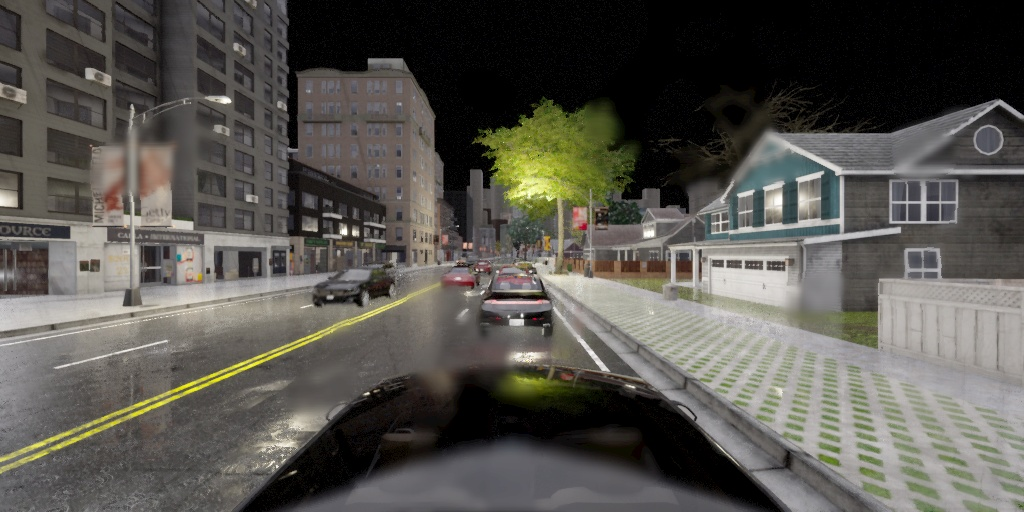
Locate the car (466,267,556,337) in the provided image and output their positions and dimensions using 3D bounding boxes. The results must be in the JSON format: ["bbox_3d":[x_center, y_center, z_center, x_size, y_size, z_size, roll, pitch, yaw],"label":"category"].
[{"bbox_3d":[0.113,1.239,10.283,2.128,1.511,4.902,0,0,0],"label":"car"}]

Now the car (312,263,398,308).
[{"bbox_3d":[-6.583,1.222,15.480,1.882,1.535,5.008,0,0,0],"label":"car"}]

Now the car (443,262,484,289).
[{"bbox_3d":[-3.127,1.299,22.925,1.994,1.385,4.181,0,0,0],"label":"car"}]

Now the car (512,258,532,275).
[{"bbox_3d":[1.018,1.068,39.376,2.097,1.767,4.553,0,0,0],"label":"car"}]

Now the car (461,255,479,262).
[{"bbox_3d":[-6.521,0.911,58.964,2.150,2.045,5.566,0,0,0],"label":"car"}]

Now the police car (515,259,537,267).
[{"bbox_3d":[1.007,1.155,29.515,1.930,1.638,5.238,0,0,0],"label":"police car"}]

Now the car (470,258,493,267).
[{"bbox_3d":[-3.108,1.243,39.060,1.812,1.442,4.674,0,0,0],"label":"car"}]

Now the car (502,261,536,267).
[{"bbox_3d":[0.121,1.218,19.786,1.882,1.535,5.008,0,0,0],"label":"car"}]
